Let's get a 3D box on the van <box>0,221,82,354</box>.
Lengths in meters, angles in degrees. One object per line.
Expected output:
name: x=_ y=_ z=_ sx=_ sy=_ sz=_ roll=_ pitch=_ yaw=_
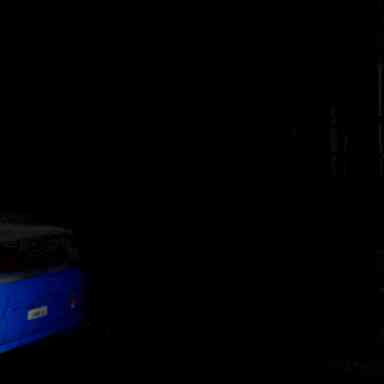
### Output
van: x=-3.551 y=1.380 z=5.499 sx=3.998 sy=1.788 sz=1.690 roll=0 pitch=0 yaw=36

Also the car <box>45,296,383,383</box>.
car: x=1.071 y=1.584 z=2.199 sx=4.206 sy=1.307 sz=1.802 roll=0 pitch=0 yaw=36
